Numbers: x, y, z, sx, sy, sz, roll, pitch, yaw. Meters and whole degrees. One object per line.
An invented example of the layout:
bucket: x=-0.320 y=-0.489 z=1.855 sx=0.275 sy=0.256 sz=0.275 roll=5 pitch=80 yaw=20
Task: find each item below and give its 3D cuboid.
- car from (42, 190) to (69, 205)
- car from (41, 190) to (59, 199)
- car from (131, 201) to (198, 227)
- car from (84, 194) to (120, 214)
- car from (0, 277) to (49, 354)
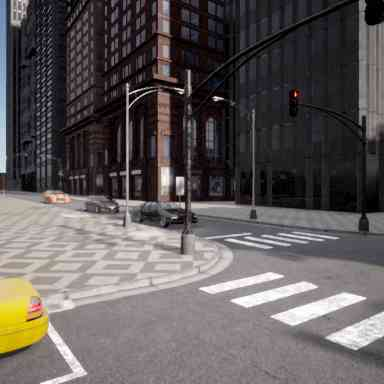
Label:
car: x=-16.631 y=0.585 z=40.869 sx=2.097 sy=1.767 sz=4.553 roll=0 pitch=1 yaw=-35
car: x=-24.381 y=0.422 z=57.059 sx=1.882 sy=1.535 sz=5.008 roll=0 pitch=1 yaw=-36
car: x=-1.846 y=1.237 z=20.288 sx=2.033 sy=1.411 sz=5.357 roll=0 pitch=1 yaw=-36
car: x=-7.808 y=1.004 z=28.573 sx=1.837 sy=1.490 sz=4.892 roll=0 pitch=1 yaw=-36
car: x=-4.232 y=1.525 z=3.630 sx=4.829 sy=1.417 sz=1.752 roll=0 pitch=0 yaw=-35
